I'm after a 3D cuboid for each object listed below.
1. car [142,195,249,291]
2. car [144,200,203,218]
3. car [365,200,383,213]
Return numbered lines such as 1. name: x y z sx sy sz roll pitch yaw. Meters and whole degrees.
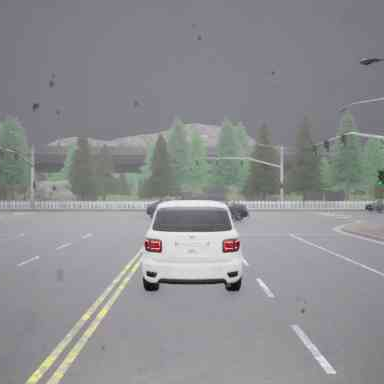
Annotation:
1. car: 0.008 1.221 9.127 2.150 2.045 5.566 0 0 0
2. car: -1.556 1.476 28.863 4.892 1.490 1.837 0 0 0
3. car: 21.209 1.508 36.156 4.181 1.385 1.994 0 0 0
